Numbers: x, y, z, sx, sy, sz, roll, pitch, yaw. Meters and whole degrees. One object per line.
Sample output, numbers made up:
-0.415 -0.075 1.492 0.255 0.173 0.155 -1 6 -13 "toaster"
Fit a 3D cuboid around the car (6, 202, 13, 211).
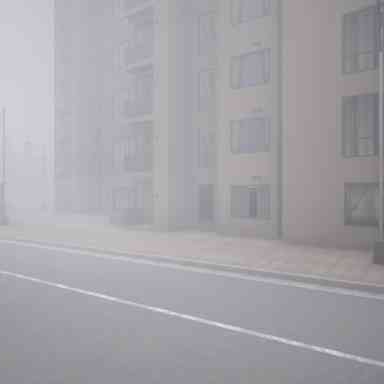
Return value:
-22.887 1.436 37.650 2.128 1.511 4.902 0 0 34 "car"
